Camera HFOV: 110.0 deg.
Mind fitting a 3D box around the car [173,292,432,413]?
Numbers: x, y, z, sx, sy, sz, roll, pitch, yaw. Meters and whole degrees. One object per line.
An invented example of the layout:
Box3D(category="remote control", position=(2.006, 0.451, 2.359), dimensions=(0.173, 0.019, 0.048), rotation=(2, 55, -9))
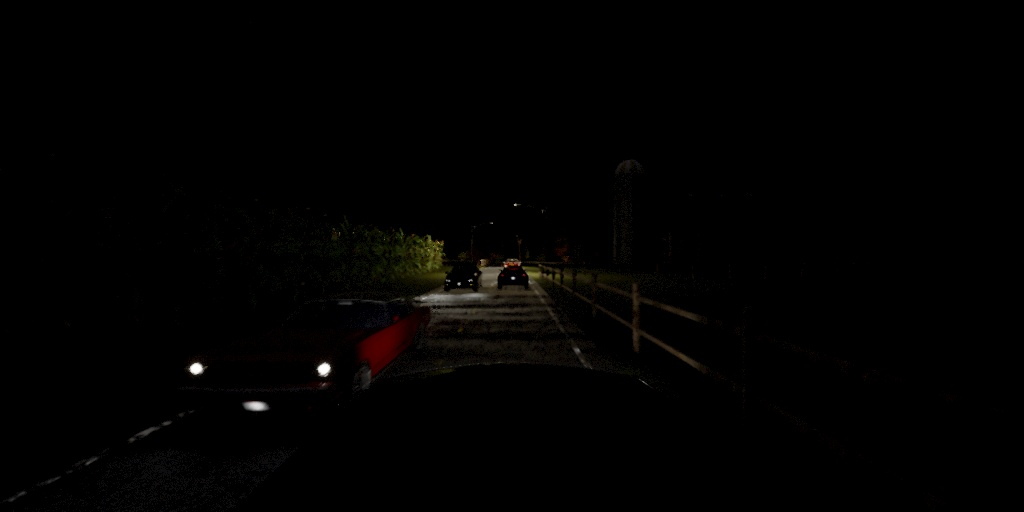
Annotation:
Box3D(category="car", position=(-2.821, 1.351, 6.169), dimensions=(1.895, 1.301, 4.718), rotation=(0, 0, 0))

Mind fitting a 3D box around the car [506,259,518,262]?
Box3D(category="car", position=(0.024, 1.117, 43.505), dimensions=(2.097, 1.767, 4.553), rotation=(0, 0, 0))

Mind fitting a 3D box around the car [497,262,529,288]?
Box3D(category="car", position=(0.069, 1.317, 23.720), dimensions=(1.994, 1.385, 4.181), rotation=(0, 0, 0))

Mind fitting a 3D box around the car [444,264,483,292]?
Box3D(category="car", position=(-2.809, 1.258, 21.544), dimensions=(1.837, 1.490, 4.892), rotation=(0, 0, 0))
